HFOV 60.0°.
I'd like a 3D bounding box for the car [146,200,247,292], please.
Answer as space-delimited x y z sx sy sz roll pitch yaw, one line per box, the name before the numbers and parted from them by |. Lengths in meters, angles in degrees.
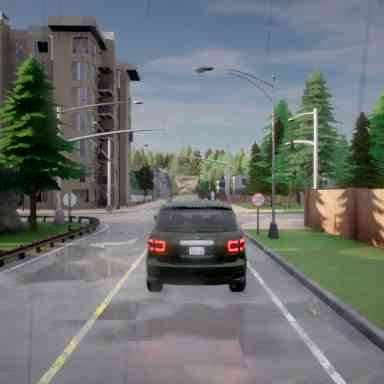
car | 0.095 1.221 9.060 2.150 2.045 5.566 0 0 0
